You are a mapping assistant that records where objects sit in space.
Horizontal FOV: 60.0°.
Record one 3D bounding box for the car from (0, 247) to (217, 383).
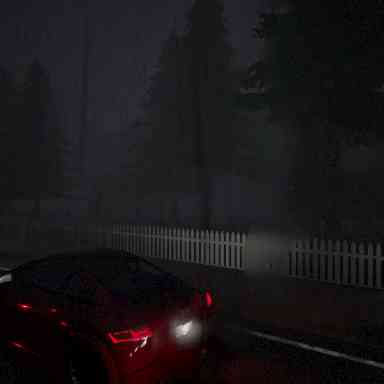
[{"bbox_3d":[-1.727,1.564,5.008,4.181,1.385,1.994,0,0,35],"label":"car"}]
